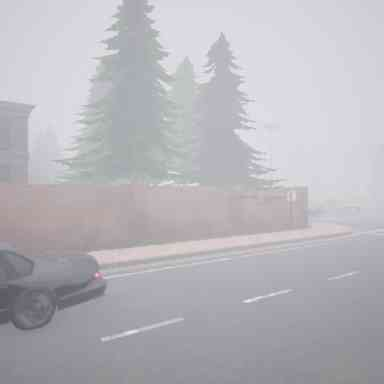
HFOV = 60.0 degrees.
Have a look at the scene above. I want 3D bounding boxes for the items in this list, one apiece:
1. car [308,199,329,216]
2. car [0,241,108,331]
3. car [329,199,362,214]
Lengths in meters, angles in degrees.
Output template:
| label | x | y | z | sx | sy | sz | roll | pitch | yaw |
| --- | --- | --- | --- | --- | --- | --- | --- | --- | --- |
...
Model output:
| label | x | y | z | sx | sy | sz | roll | pitch | yaw |
| --- | --- | --- | --- | --- | --- | --- | --- | --- | --- |
| car | 9.767 | 1.547 | 31.526 | 2.033 | 1.411 | 5.357 | 0 | 0 | -34 |
| car | -4.145 | 1.547 | 5.318 | 5.357 | 1.411 | 2.033 | 0 | 0 | -36 |
| car | 15.507 | 1.477 | 35.569 | 1.882 | 1.535 | 5.008 | 0 | 0 | -35 |
